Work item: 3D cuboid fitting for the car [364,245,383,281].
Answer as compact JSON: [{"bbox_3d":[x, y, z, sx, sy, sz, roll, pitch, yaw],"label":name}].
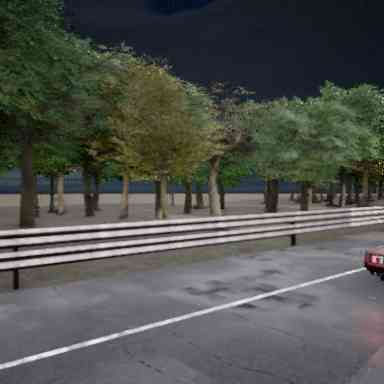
[{"bbox_3d":[6.373,1.549,8.314,4.718,1.301,1.895,0,0,-36],"label":"car"}]
